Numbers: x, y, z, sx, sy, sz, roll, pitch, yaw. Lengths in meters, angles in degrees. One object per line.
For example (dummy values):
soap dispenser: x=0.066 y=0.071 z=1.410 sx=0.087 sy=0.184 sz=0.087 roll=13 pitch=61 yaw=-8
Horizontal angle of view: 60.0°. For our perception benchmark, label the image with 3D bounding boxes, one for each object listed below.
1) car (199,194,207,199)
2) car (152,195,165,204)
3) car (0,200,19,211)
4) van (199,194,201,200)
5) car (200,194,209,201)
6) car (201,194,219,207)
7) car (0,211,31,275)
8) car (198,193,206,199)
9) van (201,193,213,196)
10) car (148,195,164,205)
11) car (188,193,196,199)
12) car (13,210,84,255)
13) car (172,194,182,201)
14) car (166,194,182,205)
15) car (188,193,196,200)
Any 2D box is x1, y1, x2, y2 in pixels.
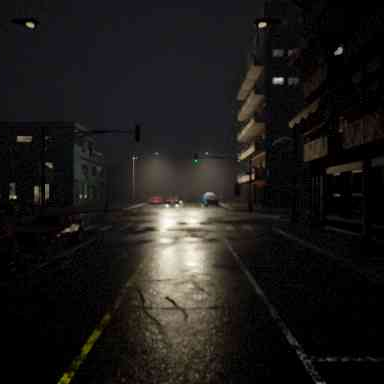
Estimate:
car: x=2.709 y=1.100 z=84.627 sx=1.947 sy=1.339 sz=4.313 roll=1 pitch=0 yaw=0
car: x=-5.674 y=1.249 z=56.688 sx=1.887 sy=1.381 sz=4.507 roll=1 pitch=0 yaw=0
car: x=-19.715 y=1.535 z=33.360 sx=4.403 sy=1.369 sz=2.008 roll=0 pitch=0 yaw=1
van: x=2.710 y=1.013 z=62.304 sx=1.690 sy=1.788 sz=3.998 roll=1 pitch=0 yaw=0
car: x=2.708 y=1.129 z=73.635 sx=1.752 sy=1.417 sz=4.829 roll=1 pitch=0 yaw=0
car: x=2.706 y=1.318 z=45.563 sx=2.008 sy=1.369 sz=4.403 roll=1 pitch=0 yaw=0
car: x=-5.644 y=1.405 z=7.398 sx=1.967 sy=1.590 sz=4.097 roll=1 pitch=0 yaw=0
car: x=2.710 y=1.063 z=90.208 sx=1.947 sy=1.339 sz=4.313 roll=1 pitch=0 yaw=0
van: x=2.709 y=1.077 z=51.141 sx=1.690 sy=1.788 sz=3.998 roll=1 pitch=0 yaw=0
car: x=-5.675 y=1.318 z=51.108 sx=1.802 sy=1.307 sz=4.206 roll=1 pitch=0 yaw=0
car: x=0.006 y=0.901 z=85.471 sx=2.033 sy=1.411 sz=5.357 roll=0 pitch=0 yaw=0
car: x=-5.645 y=1.483 z=13.044 sx=1.887 sy=1.381 sz=4.507 roll=1 pitch=0 yaw=0
car: x=-2.994 y=1.132 z=69.037 sx=1.837 sy=1.490 sz=4.892 roll=0 pitch=0 yaw=0
car: x=-3.057 y=1.200 z=53.388 sx=1.882 sy=1.535 sz=5.008 roll=0 pitch=0 yaw=0
car: x=0.006 y=1.126 z=75.047 sx=2.033 sy=1.411 sz=5.357 roll=0 pitch=0 yaw=0
